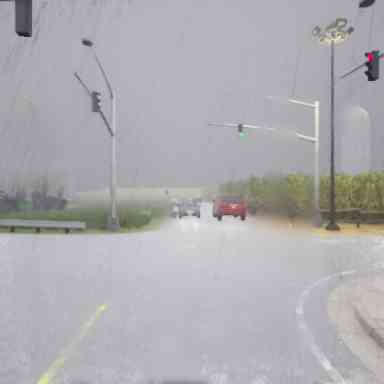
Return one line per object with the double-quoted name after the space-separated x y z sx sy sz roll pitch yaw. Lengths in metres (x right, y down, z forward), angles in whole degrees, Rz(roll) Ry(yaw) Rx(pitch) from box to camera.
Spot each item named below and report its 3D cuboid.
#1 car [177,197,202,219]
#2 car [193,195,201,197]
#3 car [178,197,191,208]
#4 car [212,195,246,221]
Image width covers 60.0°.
-0.268 1.496 28.997 2.128 1.511 4.902 0 0 -3 "car"
0.998 1.445 68.945 1.882 1.535 5.008 0 0 -3 "car"
-1.198 1.493 49.613 1.837 1.490 4.892 0 -1 -2 "car"
2.998 1.228 27.578 2.150 2.045 5.566 0 0 -3 "car"
